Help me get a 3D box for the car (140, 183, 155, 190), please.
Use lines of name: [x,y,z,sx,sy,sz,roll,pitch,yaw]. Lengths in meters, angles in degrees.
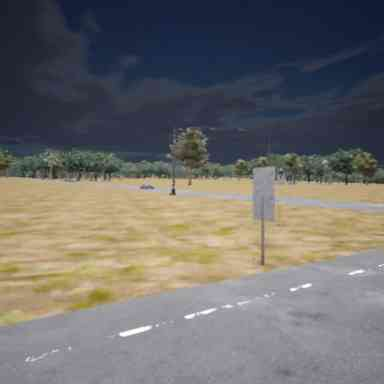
car: [-10.098,-1.236,75.140,2.033,1.411,5.357,0,2,-27]
